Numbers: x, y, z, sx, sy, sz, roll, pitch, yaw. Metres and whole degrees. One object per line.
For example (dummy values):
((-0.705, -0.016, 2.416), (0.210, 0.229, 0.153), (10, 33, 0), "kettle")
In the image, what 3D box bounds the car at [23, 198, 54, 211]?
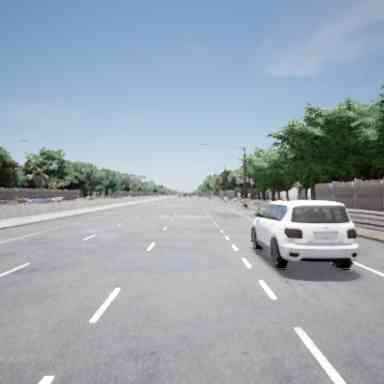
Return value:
((-21.049, 1.684, 45.887), (1.882, 1.535, 5.008), (0, -1, 0), "car")

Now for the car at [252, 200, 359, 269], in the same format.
((3.524, 1.287, 11.433), (2.150, 2.045, 5.566), (0, 0, 0), "car")

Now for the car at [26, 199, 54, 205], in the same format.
((-17.587, 1.679, 39.081), (1.837, 1.490, 4.892), (0, -1, 0), "car")
